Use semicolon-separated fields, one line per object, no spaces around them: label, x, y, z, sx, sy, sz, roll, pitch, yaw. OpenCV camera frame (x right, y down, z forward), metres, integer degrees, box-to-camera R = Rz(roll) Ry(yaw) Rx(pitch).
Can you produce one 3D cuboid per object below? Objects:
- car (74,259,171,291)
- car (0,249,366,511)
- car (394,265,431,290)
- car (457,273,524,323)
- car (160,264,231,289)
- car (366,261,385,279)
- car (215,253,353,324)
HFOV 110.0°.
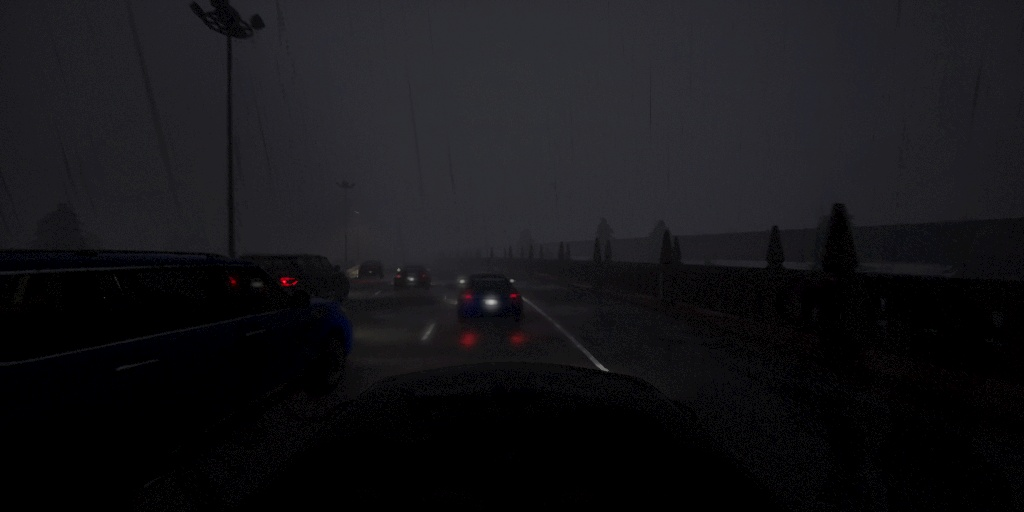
car;-24.379;1.103;22.733;2.097;1.767;4.553;0;0;-16
car;-3.580;0.971;3.427;2.150;2.045;5.566;0;0;-2
car;-5.933;1.239;21.650;1.994;1.385;4.181;0;0;-12
car;-0.807;1.267;12.104;1.994;1.385;4.181;0;0;-6
car;-21.153;1.295;24.202;1.994;1.385;4.181;0;0;-17
car;-12.223;1.137;31.356;1.882;1.535;5.008;0;0;-18
car;-7.934;0.940;13.331;2.150;2.045;5.566;0;0;-7
